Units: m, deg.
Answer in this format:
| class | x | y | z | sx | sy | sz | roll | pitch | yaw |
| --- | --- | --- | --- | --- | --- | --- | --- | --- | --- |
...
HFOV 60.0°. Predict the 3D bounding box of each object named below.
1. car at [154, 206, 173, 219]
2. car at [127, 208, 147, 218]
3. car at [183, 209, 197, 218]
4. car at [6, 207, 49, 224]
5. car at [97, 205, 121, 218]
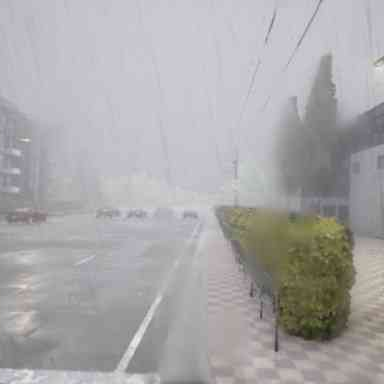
| class | x | y | z | sx | sy | sz | roll | pitch | yaw |
| --- | --- | --- | --- | --- | --- | --- | --- | --- | --- |
| car | -3.868 | 2.732 | 46.032 | 2.097 | 1.767 | 4.553 | 1 | -2 | 3 |
| car | -7.447 | 2.888 | 45.457 | 1.895 | 1.301 | 4.718 | 1 | -2 | 4 |
| car | -0.266 | 3.131 | 48.347 | 1.895 | 1.301 | 4.718 | 1 | -2 | 3 |
| car | -15.187 | 2.147 | 31.067 | 1.882 | 1.535 | 5.008 | 1 | -2 | 3 |
| car | -11.014 | 2.528 | 44.364 | 2.097 | 1.767 | 4.553 | 1 | -2 | 4 |
